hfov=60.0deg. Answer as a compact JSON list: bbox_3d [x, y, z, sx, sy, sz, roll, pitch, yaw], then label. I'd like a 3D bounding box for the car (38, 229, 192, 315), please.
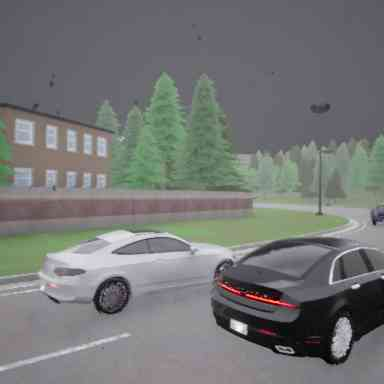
[{"bbox_3d":[-0.977,1.580,7.660,4.674,1.442,1.812,1,0,-38],"label":"car"}]

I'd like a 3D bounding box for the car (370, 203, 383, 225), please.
[{"bbox_3d":[15.949,1.720,27.418,2.097,1.767,4.553,0,-1,26],"label":"car"}]

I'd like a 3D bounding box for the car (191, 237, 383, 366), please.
[{"bbox_3d":[2.496,1.577,5.993,4.892,1.490,1.837,1,0,-39],"label":"car"}]
